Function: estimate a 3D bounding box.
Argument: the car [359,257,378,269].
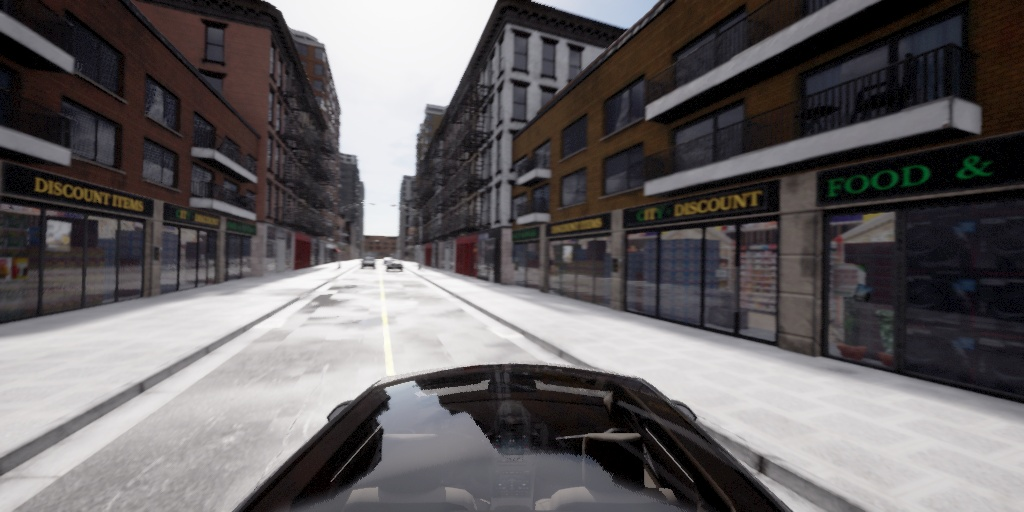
[{"bbox_3d":[-18.357,0.915,45.984,1.837,1.490,4.892,1,0,-20],"label":"car"}]

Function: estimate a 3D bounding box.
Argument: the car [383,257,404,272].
[{"bbox_3d":[-13.738,1.109,41.902,1.895,1.301,4.718,1,0,-20],"label":"car"}]
